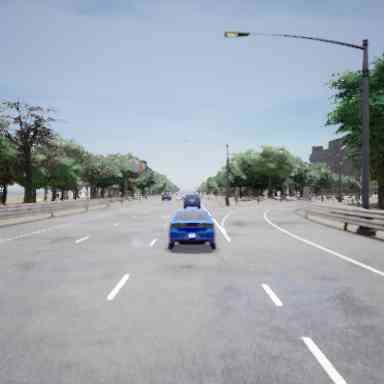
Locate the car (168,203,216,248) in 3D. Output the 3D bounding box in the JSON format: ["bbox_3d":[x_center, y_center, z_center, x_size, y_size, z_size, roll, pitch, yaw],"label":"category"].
[{"bbox_3d":[0.002,1.495,14.946,1.882,1.535,5.008,0,0,0],"label":"car"}]

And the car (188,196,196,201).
[{"bbox_3d":[0.024,1.714,90.529,2.033,1.411,5.357,0,0,0],"label":"car"}]

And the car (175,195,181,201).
[{"bbox_3d":[-3.476,1.694,89.697,1.812,1.442,4.674,0,0,0],"label":"car"}]

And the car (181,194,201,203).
[{"bbox_3d":[0.012,1.272,42.915,2.150,2.045,5.566,0,0,0],"label":"car"}]

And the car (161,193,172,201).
[{"bbox_3d":[-6.976,1.394,89.314,2.150,2.045,5.566,0,0,0],"label":"car"}]
